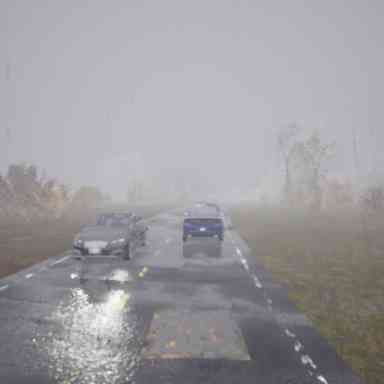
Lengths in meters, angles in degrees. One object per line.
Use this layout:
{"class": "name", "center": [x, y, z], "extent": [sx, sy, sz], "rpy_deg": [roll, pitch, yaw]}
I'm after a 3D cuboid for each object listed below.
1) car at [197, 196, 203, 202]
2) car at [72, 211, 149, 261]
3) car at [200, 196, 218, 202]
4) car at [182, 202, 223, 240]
{"class": "car", "center": [2.147, 1.531, 60.047], "extent": [1.837, 1.490, 4.892], "rpy_deg": [0, 0, 10]}
{"class": "car", "center": [-2.812, 1.495, 12.385], "extent": [2.128, 1.511, 4.902], "rpy_deg": [0, 0, 2]}
{"class": "car", "center": [2.249, 1.542, 37.955], "extent": [1.812, 1.442, 4.674], "rpy_deg": [0, 0, 6]}
{"class": "car", "center": [0.586, 1.486, 17.036], "extent": [1.882, 1.535, 5.008], "rpy_deg": [0, 0, 3]}
